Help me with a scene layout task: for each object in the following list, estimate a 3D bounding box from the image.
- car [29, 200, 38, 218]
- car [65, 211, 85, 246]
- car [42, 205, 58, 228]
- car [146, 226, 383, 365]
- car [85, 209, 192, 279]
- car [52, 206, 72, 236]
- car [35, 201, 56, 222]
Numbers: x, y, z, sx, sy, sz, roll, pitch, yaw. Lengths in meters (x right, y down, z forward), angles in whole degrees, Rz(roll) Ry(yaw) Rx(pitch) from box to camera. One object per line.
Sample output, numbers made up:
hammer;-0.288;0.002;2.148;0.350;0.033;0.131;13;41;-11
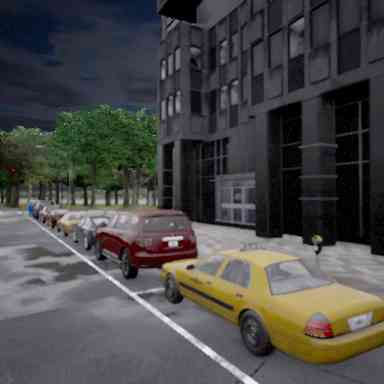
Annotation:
car;-15.156;1.834;34.324;2.192;1.841;5.009;0;-1;-30
car;-4.365;1.773;15.437;2.008;1.369;4.403;0;-1;-30
car;-9.760;1.914;24.879;1.887;1.381;4.507;0;-1;-30
car;0.944;1.603;6.143;1.752;1.417;4.829;0;-1;-30
car;-1.670;1.463;10.719;2.192;1.841;5.009;0;-1;-30
car;-7.147;1.823;20.306;1.752;1.417;4.829;0;-1;-30
car;-12.458;1.884;29.601;1.967;1.590;4.097;0;-1;-30
